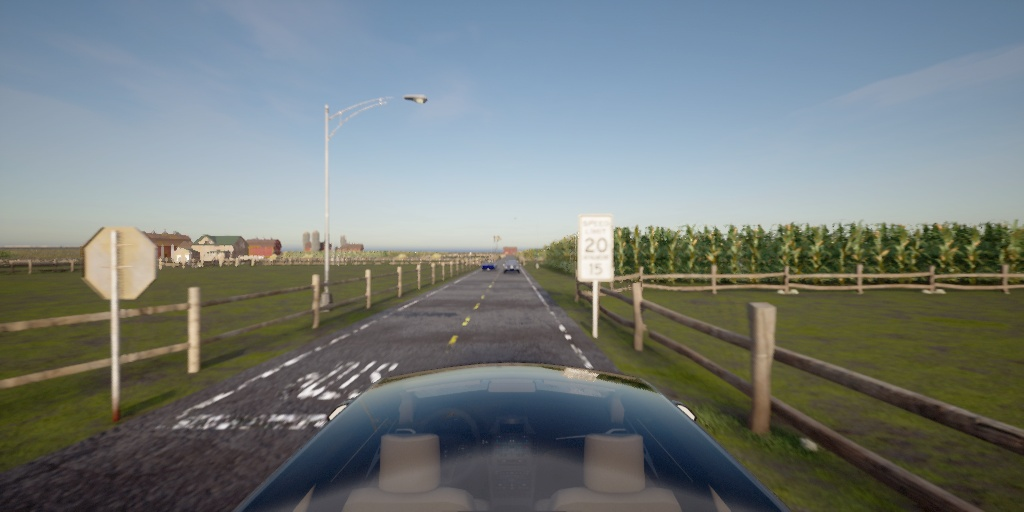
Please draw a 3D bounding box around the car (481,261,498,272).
[{"bbox_3d":[-2.777,1.226,44.473,1.895,1.301,4.718,0,0,0],"label":"car"}]

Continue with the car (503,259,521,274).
[{"bbox_3d":[-0.024,1.190,39.500,2.033,1.411,5.357,0,0,0],"label":"car"}]
